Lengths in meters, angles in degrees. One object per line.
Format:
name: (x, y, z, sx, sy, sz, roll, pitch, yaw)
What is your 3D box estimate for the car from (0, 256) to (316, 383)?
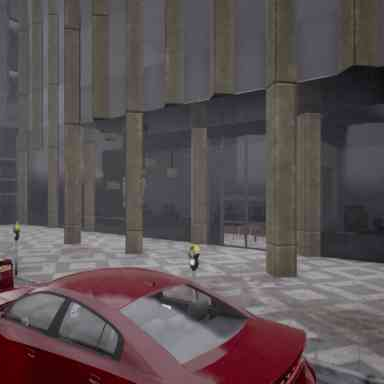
car: (-1.023, 1.545, 3.694, 4.507, 1.381, 1.887, 0, 0, 36)
